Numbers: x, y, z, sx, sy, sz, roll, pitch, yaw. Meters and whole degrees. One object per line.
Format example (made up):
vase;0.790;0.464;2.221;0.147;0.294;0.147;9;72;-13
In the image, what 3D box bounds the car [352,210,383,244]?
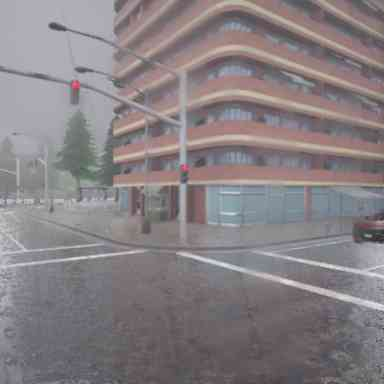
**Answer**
car;9.092;1.489;14.751;5.008;1.535;1.882;0;0;-35
